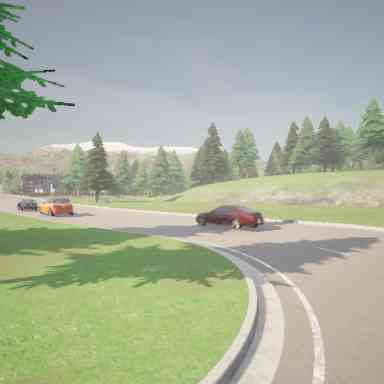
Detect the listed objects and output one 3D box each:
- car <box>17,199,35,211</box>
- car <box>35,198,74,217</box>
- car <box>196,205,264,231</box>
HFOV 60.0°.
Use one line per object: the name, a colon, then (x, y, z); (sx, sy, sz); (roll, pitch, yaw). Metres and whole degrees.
car: (-19.924, 1.547, 40.348); (2.033, 1.411, 5.357); (0, 0, -34)
car: (-13.166, 1.353, 32.112); (2.097, 1.767, 4.553); (0, 0, -40)
car: (2.288, 1.526, 20.884); (1.812, 1.442, 4.674); (0, 0, -43)
